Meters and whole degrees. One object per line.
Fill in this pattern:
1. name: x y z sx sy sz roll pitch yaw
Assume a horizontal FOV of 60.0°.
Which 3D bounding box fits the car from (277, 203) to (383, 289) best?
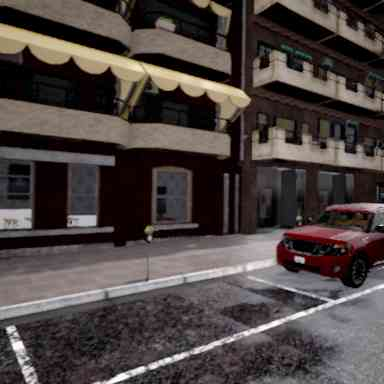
1. car: 4.615 1.281 9.355 5.009 1.841 2.192 0 2 -35
